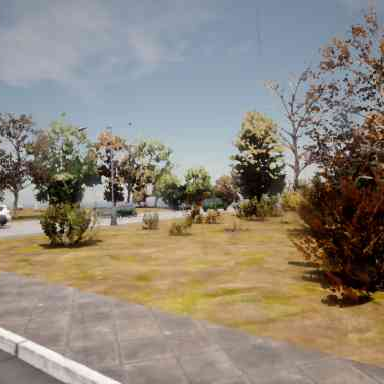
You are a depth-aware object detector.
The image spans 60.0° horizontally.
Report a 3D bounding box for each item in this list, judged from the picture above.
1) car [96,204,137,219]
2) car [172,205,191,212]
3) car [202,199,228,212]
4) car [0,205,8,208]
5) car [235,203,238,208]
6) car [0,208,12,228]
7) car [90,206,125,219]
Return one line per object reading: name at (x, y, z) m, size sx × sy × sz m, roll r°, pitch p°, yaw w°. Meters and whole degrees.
car at (-8.819, 2.274, 40.347) m, size 2.097 × 1.767 × 4.553 m, roll -3°, pitch -2°, yaw 32°
car at (-1.512, 2.865, 58.483) m, size 1.895 × 1.301 × 4.718 m, roll -3°, pitch -2°, yaw 32°
car at (3.705, 2.096, 53.483) m, size 2.150 × 2.045 × 5.566 m, roll -3°, pitch -2°, yaw 32°
car at (-19.440, 2.264, 30.200) m, size 2.150 × 2.045 × 5.566 m, roll -3°, pitch -2°, yaw 33°
car at (9.349, 2.571, 62.392) m, size 1.895 × 1.301 × 4.718 m, roll -3°, pitch -2°, yaw 33°
car at (-17.510, 2.371, 26.812) m, size 2.128 × 1.511 × 4.902 m, roll -3°, pitch -2°, yaw 34°
car at (-10.950, 2.654, 43.515) m, size 1.994 × 1.385 × 4.181 m, roll -3°, pitch -2°, yaw 32°
